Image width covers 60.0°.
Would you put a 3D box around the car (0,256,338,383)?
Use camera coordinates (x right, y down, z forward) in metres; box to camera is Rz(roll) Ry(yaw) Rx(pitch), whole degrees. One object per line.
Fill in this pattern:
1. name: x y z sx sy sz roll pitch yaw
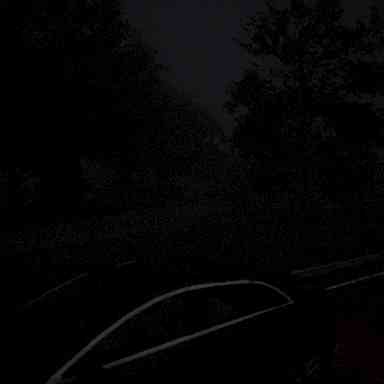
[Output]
1. car: -0.549 1.497 3.269 4.902 1.511 2.128 0 0 -35
